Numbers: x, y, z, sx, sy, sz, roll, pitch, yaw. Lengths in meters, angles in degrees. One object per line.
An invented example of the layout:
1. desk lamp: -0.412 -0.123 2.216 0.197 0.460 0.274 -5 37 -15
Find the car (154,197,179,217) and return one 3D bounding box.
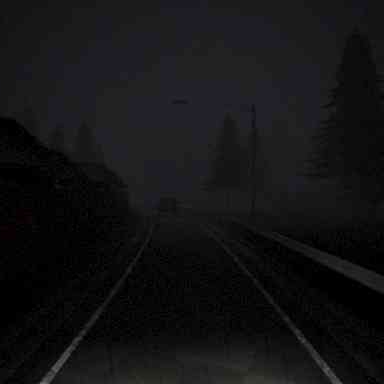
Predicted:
1. car: -2.664 1.576 36.453 2.150 2.045 5.566 0 -1 -9

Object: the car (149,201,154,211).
1. car: -5.273 2.011 49.861 1.812 1.442 4.674 0 0 -13
